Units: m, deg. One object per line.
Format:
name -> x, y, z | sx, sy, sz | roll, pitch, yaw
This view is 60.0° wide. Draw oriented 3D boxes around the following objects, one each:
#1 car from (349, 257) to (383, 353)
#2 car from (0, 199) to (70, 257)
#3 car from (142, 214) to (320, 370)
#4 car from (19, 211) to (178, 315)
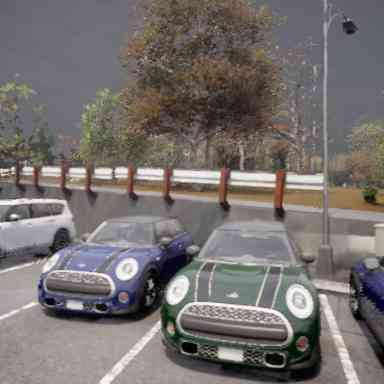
car -> 3.500, 1.359, 4.308 | 2.185, 1.767, 4.553 | 0, -1, 15
car -> -6.325, 1.266, 11.343 | 2.435, 2.045, 5.566 | 0, -1, 16
car -> 1.064, 1.368, 6.125 | 2.185, 1.767, 4.553 | 0, -1, 16
car -> -1.401, 1.376, 7.881 | 2.185, 1.767, 4.553 | 0, -1, 16
